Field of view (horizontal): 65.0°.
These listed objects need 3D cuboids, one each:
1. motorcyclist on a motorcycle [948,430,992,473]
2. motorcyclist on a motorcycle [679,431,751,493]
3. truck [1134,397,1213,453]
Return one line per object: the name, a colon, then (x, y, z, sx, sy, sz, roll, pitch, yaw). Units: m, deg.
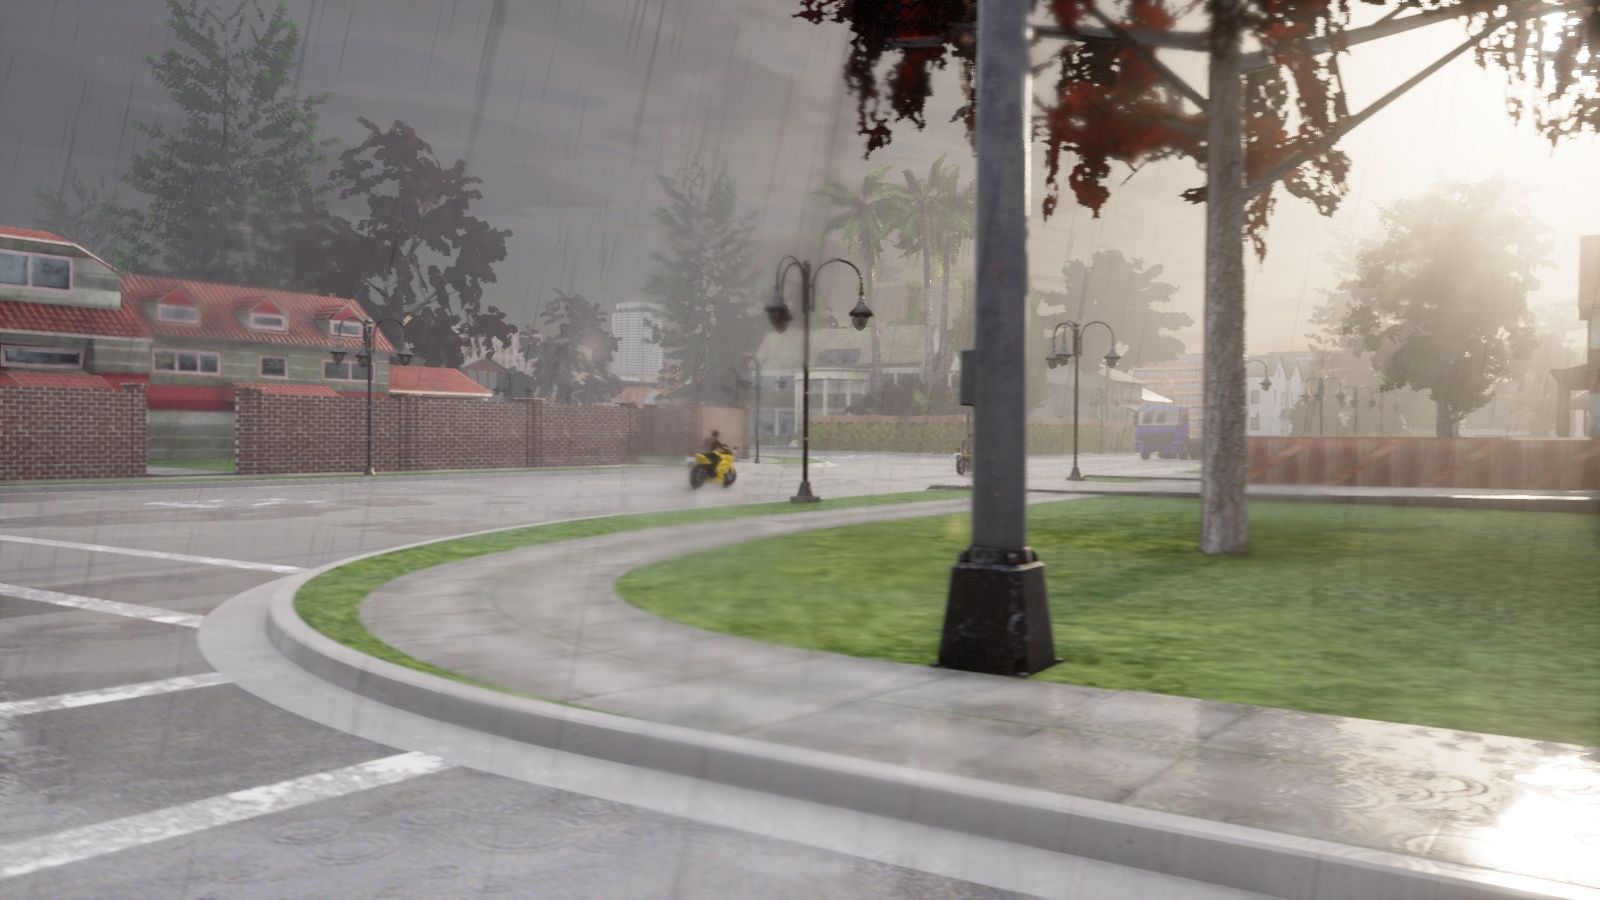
motorcyclist on a motorcycle: (6.164, 0.037, 45.505, 0.797, 1.523, 2.044, 0, 1, 32)
motorcyclist on a motorcycle: (-2.162, 0.294, 32.207, 0.797, 1.523, 2.044, 0, 1, 32)
truck: (24.106, -1.569, 80.758, 2.891, 3.462, 7.936, 0, 1, 32)
